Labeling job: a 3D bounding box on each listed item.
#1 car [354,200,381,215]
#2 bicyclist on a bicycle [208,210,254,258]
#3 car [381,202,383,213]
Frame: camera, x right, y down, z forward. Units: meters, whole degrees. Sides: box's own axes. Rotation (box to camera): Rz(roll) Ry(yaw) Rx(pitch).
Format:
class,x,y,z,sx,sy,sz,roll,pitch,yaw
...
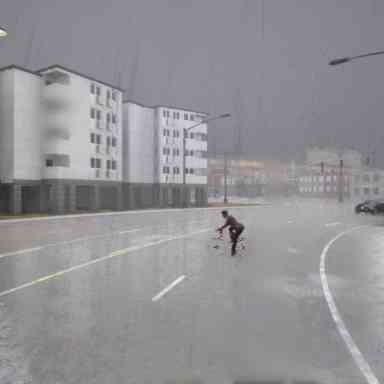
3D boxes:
class,x,y,z,sx,sy,sz,roll,pitch,yaw
car,18.804,1.564,34.506,4.181,1.385,1.994,0,0,-33
bicyclist on a bicycle,1.297,1.453,11.431,1.656,1.620,0.582,-1,0,23
car,20.223,1.505,31.247,4.892,1.490,1.837,0,0,-34
